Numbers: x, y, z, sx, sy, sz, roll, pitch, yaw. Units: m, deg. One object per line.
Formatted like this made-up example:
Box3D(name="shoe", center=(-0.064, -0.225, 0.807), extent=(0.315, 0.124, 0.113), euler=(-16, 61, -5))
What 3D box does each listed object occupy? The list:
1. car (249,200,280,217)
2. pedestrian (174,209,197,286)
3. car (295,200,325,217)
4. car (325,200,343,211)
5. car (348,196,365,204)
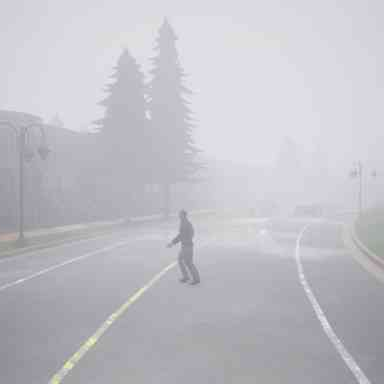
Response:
Box3D(name="car", center=(6.939, 1.491, 31.633), extent=(2.128, 1.511, 4.902), euler=(0, 0, 30))
Box3D(name="pedestrian", center=(-0.154, 1.294, 8.048), extent=(0.375, 1.860, 0.375), euler=(0, 0, 11))
Box3D(name="car", center=(10.947, 1.526, 31.231), extent=(1.812, 1.442, 4.674), euler=(0, 0, 30))
Box3D(name="car", center=(17.449, 1.601, 41.537), extent=(1.895, 1.301, 4.718), euler=(0, 0, 36))
Box3D(name="car", center=(31.470, 1.521, 63.597), extent=(4.902, 1.511, 2.128), euler=(0, 0, -44))
